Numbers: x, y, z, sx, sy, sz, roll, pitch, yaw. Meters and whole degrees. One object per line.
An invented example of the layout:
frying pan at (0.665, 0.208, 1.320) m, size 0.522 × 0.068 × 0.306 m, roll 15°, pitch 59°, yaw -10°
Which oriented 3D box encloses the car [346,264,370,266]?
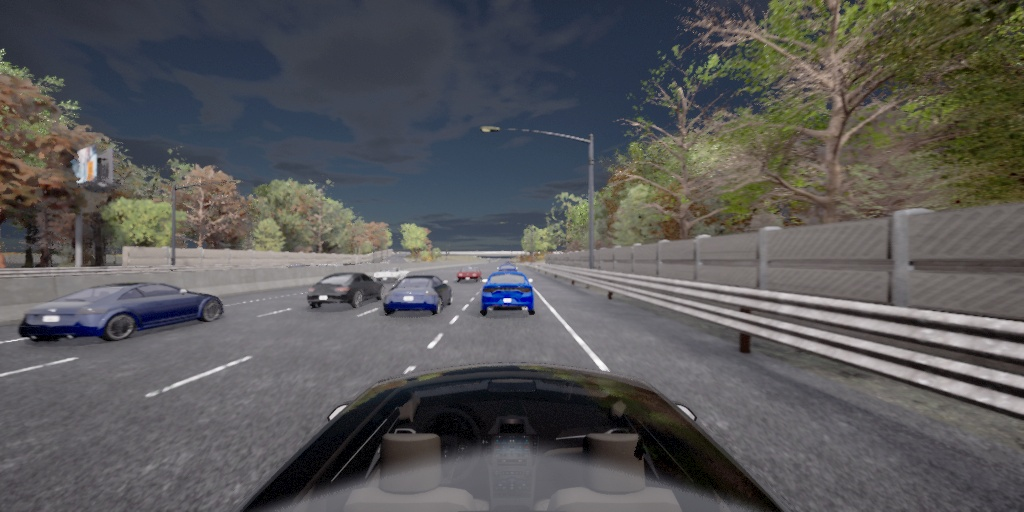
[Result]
car at (-21.680, 1.845, 52.391) m, size 2.033 × 1.411 × 5.357 m, roll 0°, pitch -1°, yaw 0°

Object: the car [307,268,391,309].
car at (-7.097, 1.423, 15.733) m, size 1.812 × 1.442 × 4.674 m, roll 0°, pitch -1°, yaw -1°

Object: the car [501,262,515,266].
car at (-0.425, 1.535, 34.503) m, size 1.882 × 1.535 × 5.008 m, roll 0°, pitch -1°, yaw -1°

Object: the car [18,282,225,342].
car at (-10.526, 1.420, 10.177) m, size 1.994 × 1.385 × 4.181 m, roll 0°, pitch -1°, yaw -1°

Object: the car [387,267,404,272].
car at (-10.800, 1.667, 32.655) m, size 1.895 × 1.301 × 4.718 m, roll 0°, pitch -1°, yaw -1°

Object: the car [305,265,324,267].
car at (-28.689, 1.940, 54.411) m, size 1.895 × 1.301 × 4.718 m, roll 0°, pitch -1°, yaw 0°

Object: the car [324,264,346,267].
car at (-25.188, 1.837, 52.750) m, size 1.812 × 1.442 × 4.674 m, roll 0°, pitch -1°, yaw 0°

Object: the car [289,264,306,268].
car at (-32.192, 1.910, 54.309) m, size 1.994 × 1.385 × 4.181 m, roll 0°, pitch -1°, yaw 0°

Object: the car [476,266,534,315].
car at (-0.180, 1.345, 14.365) m, size 1.882 × 1.535 × 5.008 m, roll 0°, pitch -1°, yaw -1°

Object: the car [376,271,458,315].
car at (-3.577, 1.439, 14.301) m, size 1.994 × 1.385 × 4.181 m, roll 0°, pitch -1°, yaw -1°

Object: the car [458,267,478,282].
car at (-3.800, 1.649, 32.728) m, size 1.895 × 1.301 × 4.718 m, roll 0°, pitch -1°, yaw -1°
